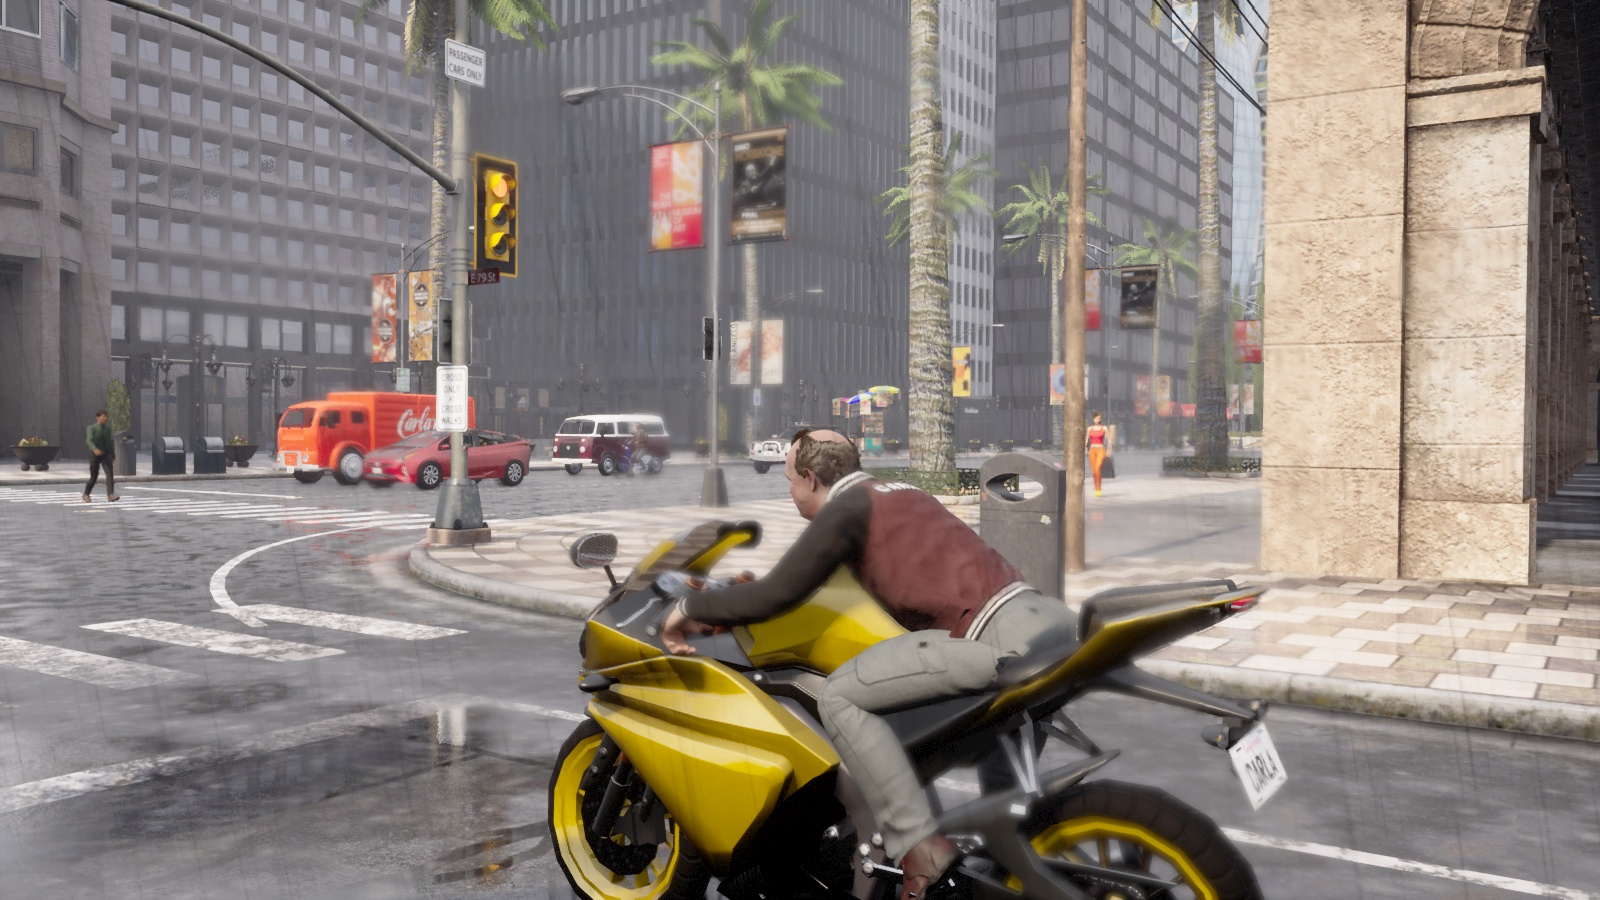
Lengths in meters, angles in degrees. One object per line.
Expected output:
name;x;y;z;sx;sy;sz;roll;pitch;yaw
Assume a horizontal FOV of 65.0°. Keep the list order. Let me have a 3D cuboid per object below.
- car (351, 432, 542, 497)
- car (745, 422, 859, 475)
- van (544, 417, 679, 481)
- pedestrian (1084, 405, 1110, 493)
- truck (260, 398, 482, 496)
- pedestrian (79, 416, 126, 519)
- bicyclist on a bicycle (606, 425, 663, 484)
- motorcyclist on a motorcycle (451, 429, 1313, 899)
car;-8.995;0.318;32.343;2.007;1.525;4.514;0;1;33
car;0.139;-0.084;46.171;1.932;1.855;4.605;0;1;33
van;-6.340;-0.071;42.710;2.069;2.038;4.480;0;1;33
pedestrian;6.283;-0.031;26.554;0.345;1.836;0.594;0;1;33
truck;-11.689;-0.122;34.589;2.627;2.467;5.204;0;1;35
pedestrian;-13.423;0.330;24.175;0.788;1.949;0.423;0;1;31
bicyclist on a bicycle;-5.040;0.124;38.326;0.659;1.776;1.843;0;1;33
motorcyclist on a motorcycle;0.146;0.718;3.421;2.191;1.530;0.866;0;1;33
